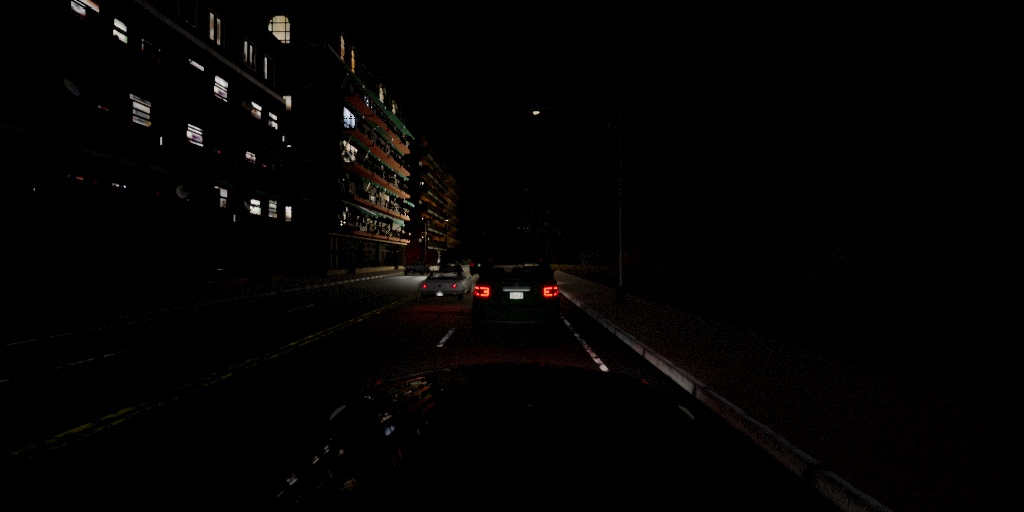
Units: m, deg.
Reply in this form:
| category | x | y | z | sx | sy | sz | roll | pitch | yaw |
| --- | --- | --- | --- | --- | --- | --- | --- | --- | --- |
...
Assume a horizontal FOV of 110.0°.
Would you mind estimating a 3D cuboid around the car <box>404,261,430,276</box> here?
| category | x | y | z | sx | sy | sz | roll | pitch | yaw |
| --- | --- | --- | --- | --- | --- | --- | --- | --- | --- |
| car | -9.747 | 1.277 | 37.096 | 1.812 | 1.442 | 4.674 | 0 | 0 | 0 |

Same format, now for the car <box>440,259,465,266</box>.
| category | x | y | z | sx | sy | sz | roll | pitch | yaw |
| --- | --- | --- | --- | --- | --- | --- | --- | --- | --- |
| car | -6.508 | 1.243 | 38.105 | 2.128 | 1.511 | 4.902 | 0 | 0 | 0 |

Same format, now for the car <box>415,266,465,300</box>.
| category | x | y | z | sx | sy | sz | roll | pitch | yaw |
| --- | --- | --- | --- | --- | --- | --- | --- | --- | --- |
| car | -3.110 | 1.353 | 17.747 | 1.895 | 1.301 | 4.718 | 0 | 0 | 0 |

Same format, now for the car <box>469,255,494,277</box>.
| category | x | y | z | sx | sy | sz | roll | pitch | yaw |
| --- | --- | --- | --- | --- | --- | --- | --- | --- | --- |
| car | -3.056 | 0.975 | 36.979 | 2.150 | 2.045 | 5.566 | 0 | 0 | 0 |

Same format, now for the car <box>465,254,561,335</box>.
| category | x | y | z | sx | sy | sz | roll | pitch | yaw |
| --- | --- | --- | --- | --- | --- | --- | --- | --- | --- |
| car | 0.116 | 0.973 | 10.654 | 2.150 | 2.045 | 5.566 | 0 | 0 | 0 |
